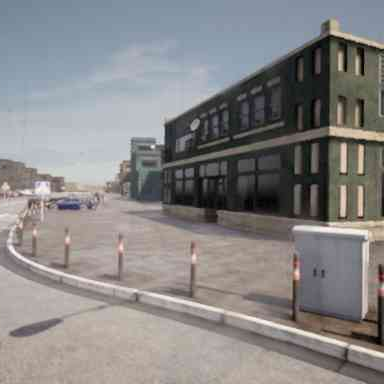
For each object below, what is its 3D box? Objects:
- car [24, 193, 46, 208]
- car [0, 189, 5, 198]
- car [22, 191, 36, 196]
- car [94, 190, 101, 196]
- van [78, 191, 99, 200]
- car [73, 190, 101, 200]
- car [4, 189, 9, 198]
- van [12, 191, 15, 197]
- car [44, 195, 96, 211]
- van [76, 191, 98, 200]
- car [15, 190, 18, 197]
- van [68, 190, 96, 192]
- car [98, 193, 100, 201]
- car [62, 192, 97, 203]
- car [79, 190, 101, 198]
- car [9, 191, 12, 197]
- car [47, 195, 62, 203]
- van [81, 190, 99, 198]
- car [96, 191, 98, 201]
[{"bbox_3d":[-19.681,1.250,42.499,1.837,1.490,4.892,1,0,-15],"label":"car"},{"bbox_3d":[-43.202,0.640,70.641,4.892,1.521,2.231,1,0,-15],"label":"car"},{"bbox_3d":[-26.470,1.081,56.045,2.033,1.411,5.357,1,0,-15],"label":"car"},{"bbox_3d":[-20.499,0.809,63.553,5.566,2.045,2.435,1,0,-15],"label":"car"},{"bbox_3d":[-23.864,0.695,76.905,4.442,1.987,1.878,1,0,-15],"label":"van"},{"bbox_3d":[-22.535,0.722,71.508,5.566,2.045,2.435,1,0,-15],"label":"car"},{"bbox_3d":[-43.906,0.617,73.306,4.892,1.521,2.231,1,0,-15],"label":"car"},{"bbox_3d":[-45.234,0.346,78.784,4.442,1.987,1.878,1,0,-15],"label":"van"},{"bbox_3d":[-13.429,1.369,36.670,4.792,1.488,2.163,1,0,-15],"label":"car"},{"bbox_3d":[-23.383,0.717,74.160,4.442,1.987,1.878,1,0,-15],"label":"van"},{"bbox_3d":[-46.022,0.589,81.302,4.674,1.452,2.002,1,0,-15],"label":"car"},{"bbox_3d":[-15.633,1.056,44.715,4.442,1.987,1.878,1,0,-15],"label":"van"},{"bbox_3d":[-17.652,1.190,52.810,5.008,1.535,2.097,1,0,-15],"label":"car"},{"bbox_3d":[-14.751,1.181,41.941,4.553,1.767,2.185,1,0,-15],"label":"car"},{"bbox_3d":[-26.834,0.572,87.620,5.566,2.045,2.435,1,0,-15],"label":"car"},{"bbox_3d":[-44.610,0.593,75.971,4.892,1.521,2.231,1,0,-15],"label":"car"},{"bbox_3d":[-23.795,1.168,57.662,1.895,1.301,4.718,1,0,-15],"label":"car"},{"bbox_3d":[-27.627,0.576,90.283,4.442,1.987,1.878,1,0,-15],"label":"van"},{"bbox_3d":[-16.876,1.100,50.010,4.553,1.767,2.185,1,0,-15],"label":"car"}]
